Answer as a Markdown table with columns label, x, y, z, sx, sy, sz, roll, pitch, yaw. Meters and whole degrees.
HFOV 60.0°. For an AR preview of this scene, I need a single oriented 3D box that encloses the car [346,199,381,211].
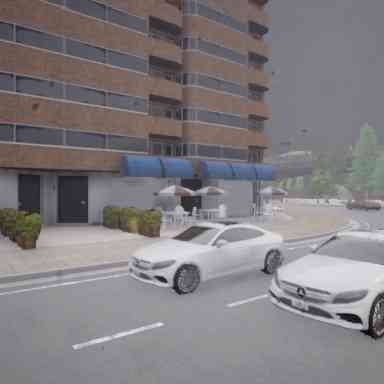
| label | x | y | z | sx | sy | sz | roll | pitch | yaw |
| --- | --- | --- | --- | --- | --- | --- | --- | --- | --- |
| car | 21.144 | 1.564 | 41.140 | 1.994 | 1.385 | 4.181 | 0 | 0 | -16 |

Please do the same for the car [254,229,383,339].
| label | x | y | z | sx | sy | sz | roll | pitch | yaw |
| --- | --- | --- | --- | --- | --- | --- | --- | --- | --- |
| car | 3.581 | 1.526 | 6.723 | 4.674 | 1.442 | 1.812 | 0 | 0 | -37 |

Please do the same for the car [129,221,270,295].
| label | x | y | z | sx | sy | sz | roll | pitch | yaw |
| --- | --- | --- | --- | --- | --- | --- | --- | --- | --- |
| car | 0.625 | 1.526 | 8.879 | 4.674 | 1.442 | 1.812 | 0 | 0 | -36 |
